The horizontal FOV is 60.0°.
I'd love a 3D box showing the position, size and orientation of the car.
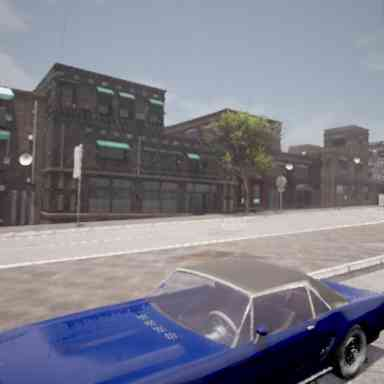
[{"bbox_3d":[0.301,1.587,3.895,4.718,1.301,1.895,0,0,-35],"label":"car"}]
